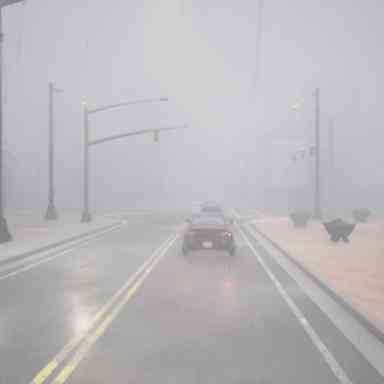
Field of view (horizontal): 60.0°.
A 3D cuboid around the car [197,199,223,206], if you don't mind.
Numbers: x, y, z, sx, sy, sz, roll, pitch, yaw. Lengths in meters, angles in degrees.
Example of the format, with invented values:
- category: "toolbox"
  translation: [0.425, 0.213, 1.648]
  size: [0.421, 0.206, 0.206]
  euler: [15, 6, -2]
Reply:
- category: "car"
  translation: [1.603, 1.512, 28.047]
  size: [1.812, 1.442, 4.674]
  euler: [0, 0, 4]

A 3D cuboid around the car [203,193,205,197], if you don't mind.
- category: "car"
  translation: [1.929, 0.992, 90.697]
  size: [1.882, 1.535, 5.008]
  euler: [0, 0, 4]

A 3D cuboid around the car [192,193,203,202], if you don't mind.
- category: "car"
  translation: [0.969, 1.441, 75.207]
  size: [1.812, 1.442, 4.674]
  euler: [0, 0, 4]

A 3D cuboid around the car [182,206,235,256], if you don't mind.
- category: "car"
  translation: [0.673, 1.511, 13.031]
  size: [1.812, 1.442, 4.674]
  euler: [0, 0, 4]
